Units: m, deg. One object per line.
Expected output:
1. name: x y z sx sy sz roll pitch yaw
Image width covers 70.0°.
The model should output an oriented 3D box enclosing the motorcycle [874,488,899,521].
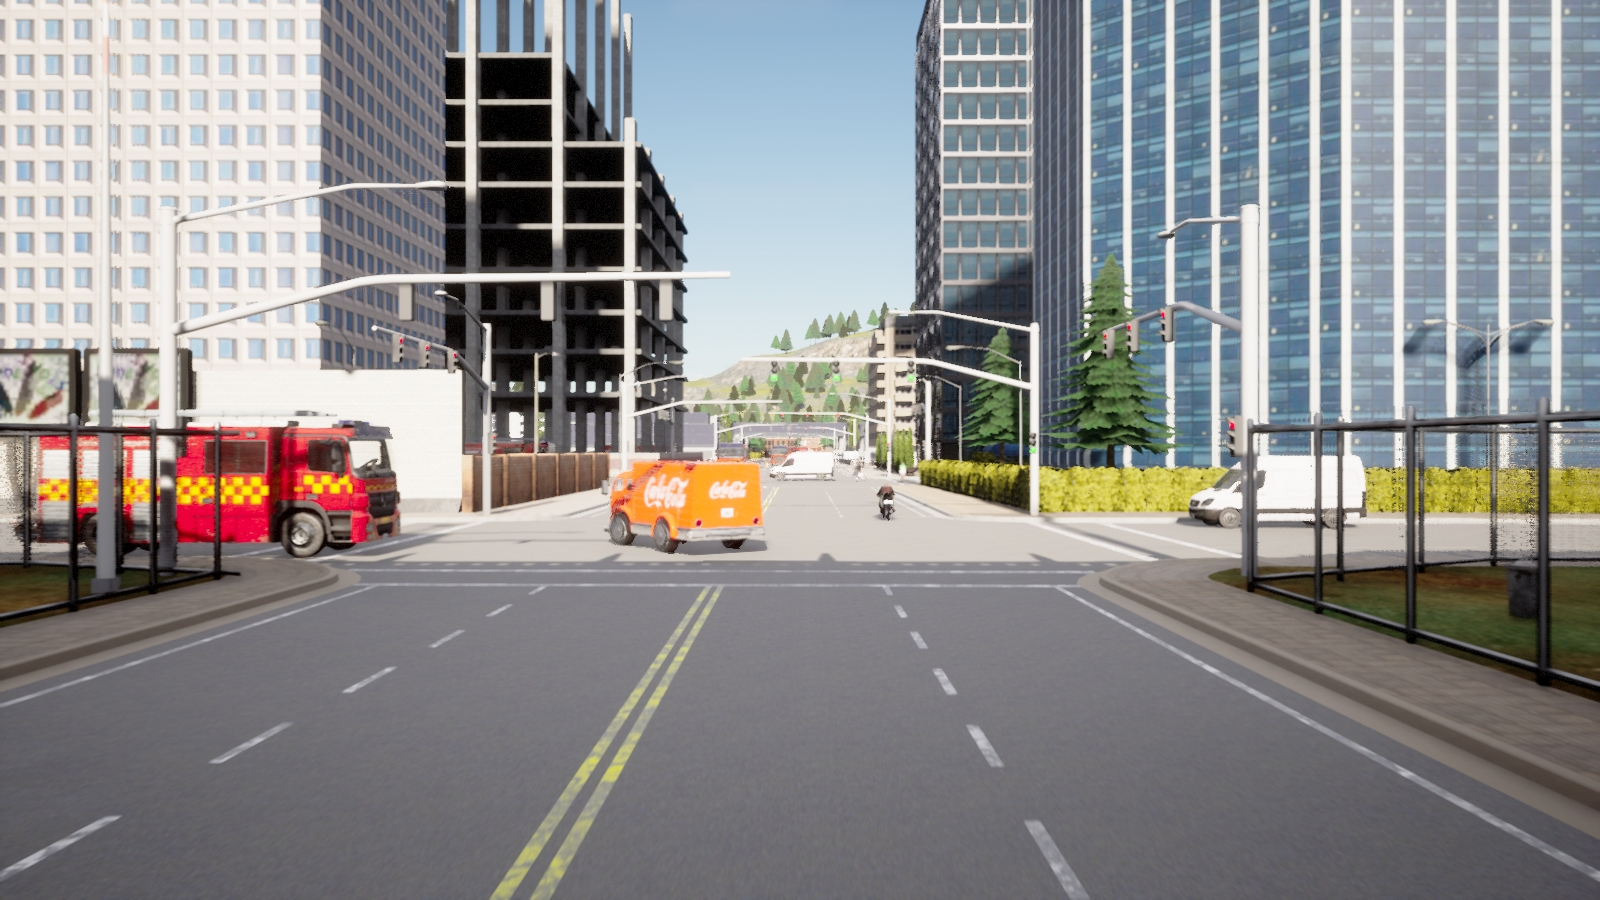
1. motorcycle: 3.502 2.201 46.320 0.867 1.251 2.209 0 0 0

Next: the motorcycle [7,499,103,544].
1. motorcycle: -22.127 2.115 33.972 2.356 1.277 0.764 0 0 0

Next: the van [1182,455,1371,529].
1. van: 16.963 1.479 40.884 5.915 2.561 1.988 0 0 0

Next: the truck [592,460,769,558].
1. truck: -3.469 1.540 32.291 2.627 2.467 5.204 1 0 -38

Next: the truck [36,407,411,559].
1. truck: -15.015 0.838 30.213 8.468 3.827 2.891 0 0 0
